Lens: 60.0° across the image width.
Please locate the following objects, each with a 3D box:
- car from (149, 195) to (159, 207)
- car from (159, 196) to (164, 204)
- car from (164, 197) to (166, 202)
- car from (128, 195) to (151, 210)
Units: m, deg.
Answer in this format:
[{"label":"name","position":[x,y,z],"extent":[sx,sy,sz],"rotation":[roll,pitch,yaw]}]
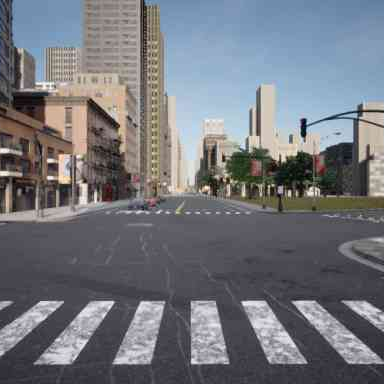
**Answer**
[{"label":"car","position":[-6.643,1.295,50.559],"extent":[2.097,1.767,4.553],"rotation":[0,0,0]},{"label":"car","position":[-6.631,1.492,59.610],"extent":[1.994,1.385,4.181],"rotation":[0,0,0]},{"label":"car","position":[-6.557,1.502,69.742],"extent":[1.895,1.301,4.718],"rotation":[0,0,0]},{"label":"car","position":[-6.659,1.484,41.507],"extent":[1.812,1.442,4.674],"rotation":[0,0,0]}]
